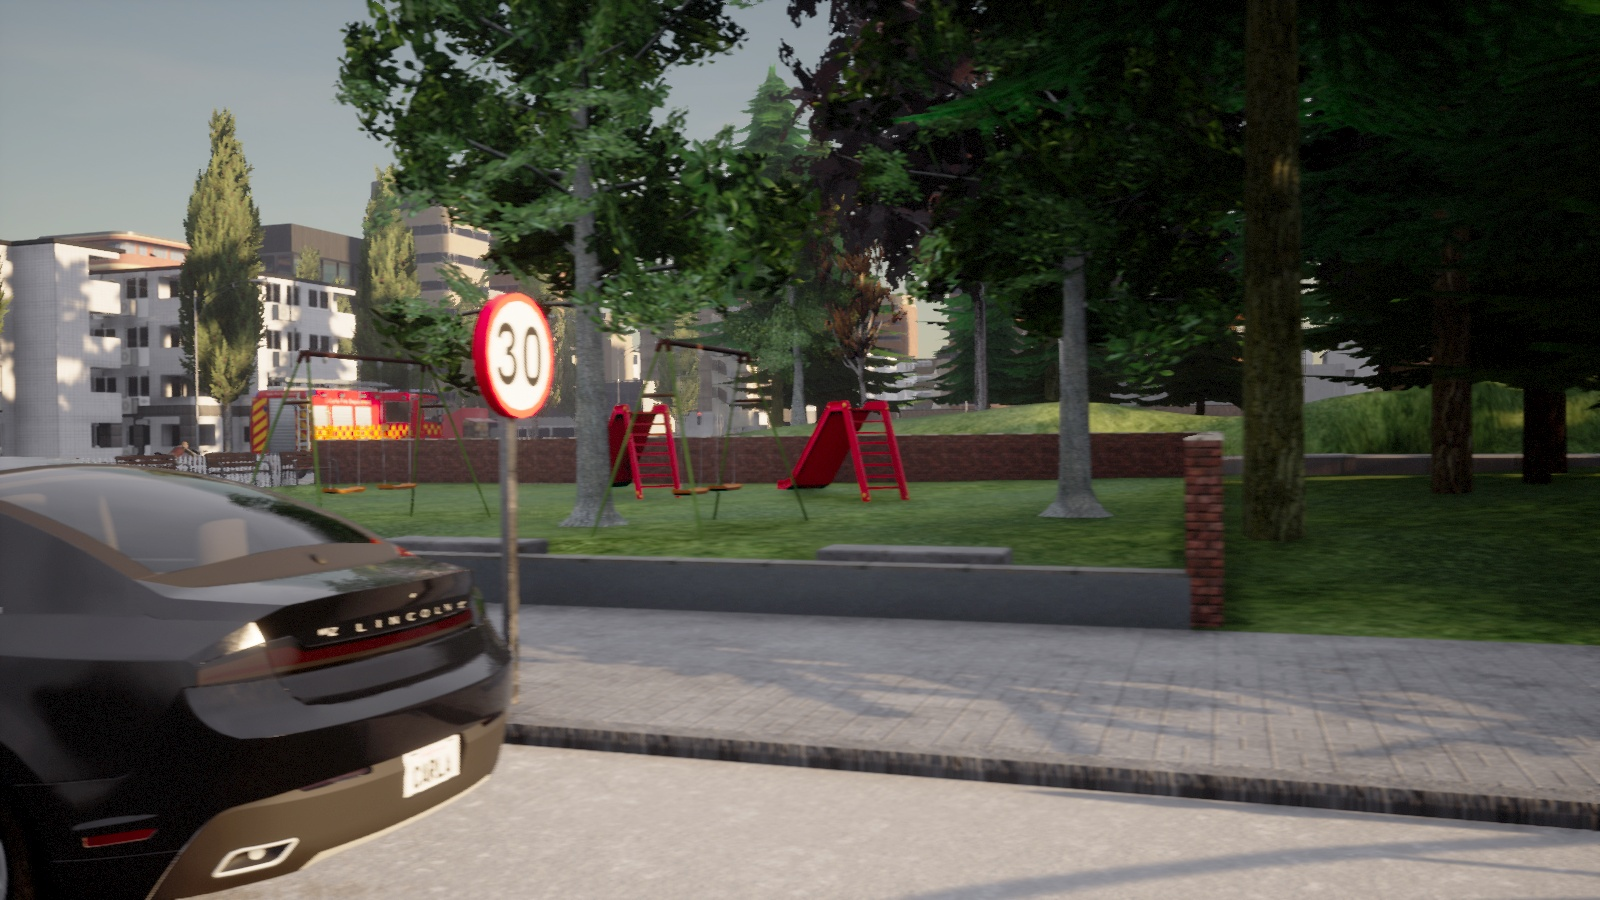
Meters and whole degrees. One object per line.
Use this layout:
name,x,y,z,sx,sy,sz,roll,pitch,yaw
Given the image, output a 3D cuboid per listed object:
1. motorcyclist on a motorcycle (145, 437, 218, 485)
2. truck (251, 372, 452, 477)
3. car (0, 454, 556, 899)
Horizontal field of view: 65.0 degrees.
motorcyclist on a motorcycle,-20.538,0.340,41.736,0.866,1.530,2.191,0,1,19
truck,-17.661,-0.985,50.224,2.891,3.827,8.468,0,1,19
car,-3.590,0.777,4.928,4.892,1.490,1.837,0,1,19
